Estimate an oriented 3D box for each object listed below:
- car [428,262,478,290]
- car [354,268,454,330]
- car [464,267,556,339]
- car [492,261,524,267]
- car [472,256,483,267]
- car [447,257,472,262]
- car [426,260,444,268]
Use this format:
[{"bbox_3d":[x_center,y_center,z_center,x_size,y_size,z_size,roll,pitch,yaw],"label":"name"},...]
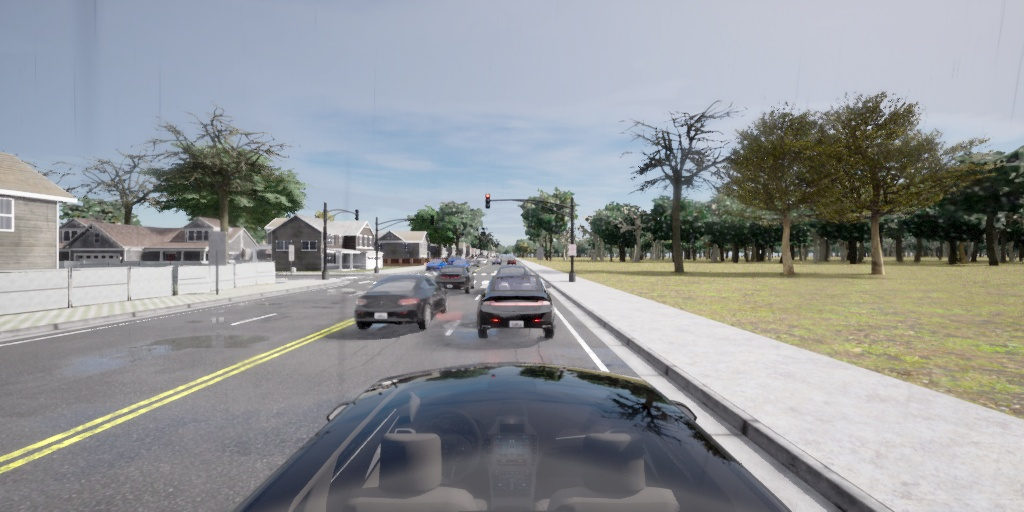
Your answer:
[{"bbox_3d":[-3.153,1.254,20.208,1.837,1.490,4.892,0,0,-1],"label":"car"},{"bbox_3d":[-3.154,1.275,10.945,1.812,1.442,4.674,0,0,0],"label":"car"},{"bbox_3d":[0.095,1.241,10.084,2.128,1.511,4.902,0,0,0],"label":"car"},{"bbox_3d":[0.030,1.227,19.540,1.882,1.535,5.008,0,0,0],"label":"car"},{"bbox_3d":[-6.623,1.219,61.313,2.128,1.511,4.902,0,0,0],"label":"car"},{"bbox_3d":[-6.635,1.218,45.977,1.882,1.535,5.008,0,0,0],"label":"car"},{"bbox_3d":[-9.875,1.217,46.817,1.882,1.535,5.008,0,1,1],"label":"car"}]
